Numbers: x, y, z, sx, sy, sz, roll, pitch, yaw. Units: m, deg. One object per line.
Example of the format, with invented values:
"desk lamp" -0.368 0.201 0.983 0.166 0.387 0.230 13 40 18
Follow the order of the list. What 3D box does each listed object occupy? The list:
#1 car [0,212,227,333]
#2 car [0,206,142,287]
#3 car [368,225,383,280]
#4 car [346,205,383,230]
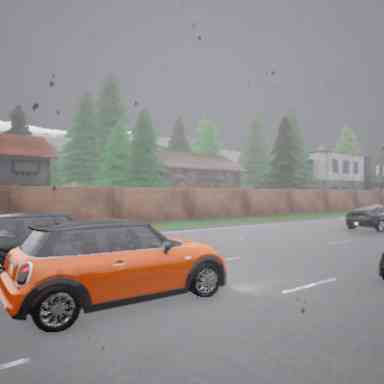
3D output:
"car" -1.416 1.359 7.038 4.553 1.767 2.097 0 0 -35
"car" -3.958 1.358 9.524 4.553 1.767 2.097 0 0 -36
"car" 6.599 1.591 8.456 4.181 1.385 1.994 0 0 -36
"car" 11.395 1.560 20.479 4.892 1.490 1.837 0 0 -36
